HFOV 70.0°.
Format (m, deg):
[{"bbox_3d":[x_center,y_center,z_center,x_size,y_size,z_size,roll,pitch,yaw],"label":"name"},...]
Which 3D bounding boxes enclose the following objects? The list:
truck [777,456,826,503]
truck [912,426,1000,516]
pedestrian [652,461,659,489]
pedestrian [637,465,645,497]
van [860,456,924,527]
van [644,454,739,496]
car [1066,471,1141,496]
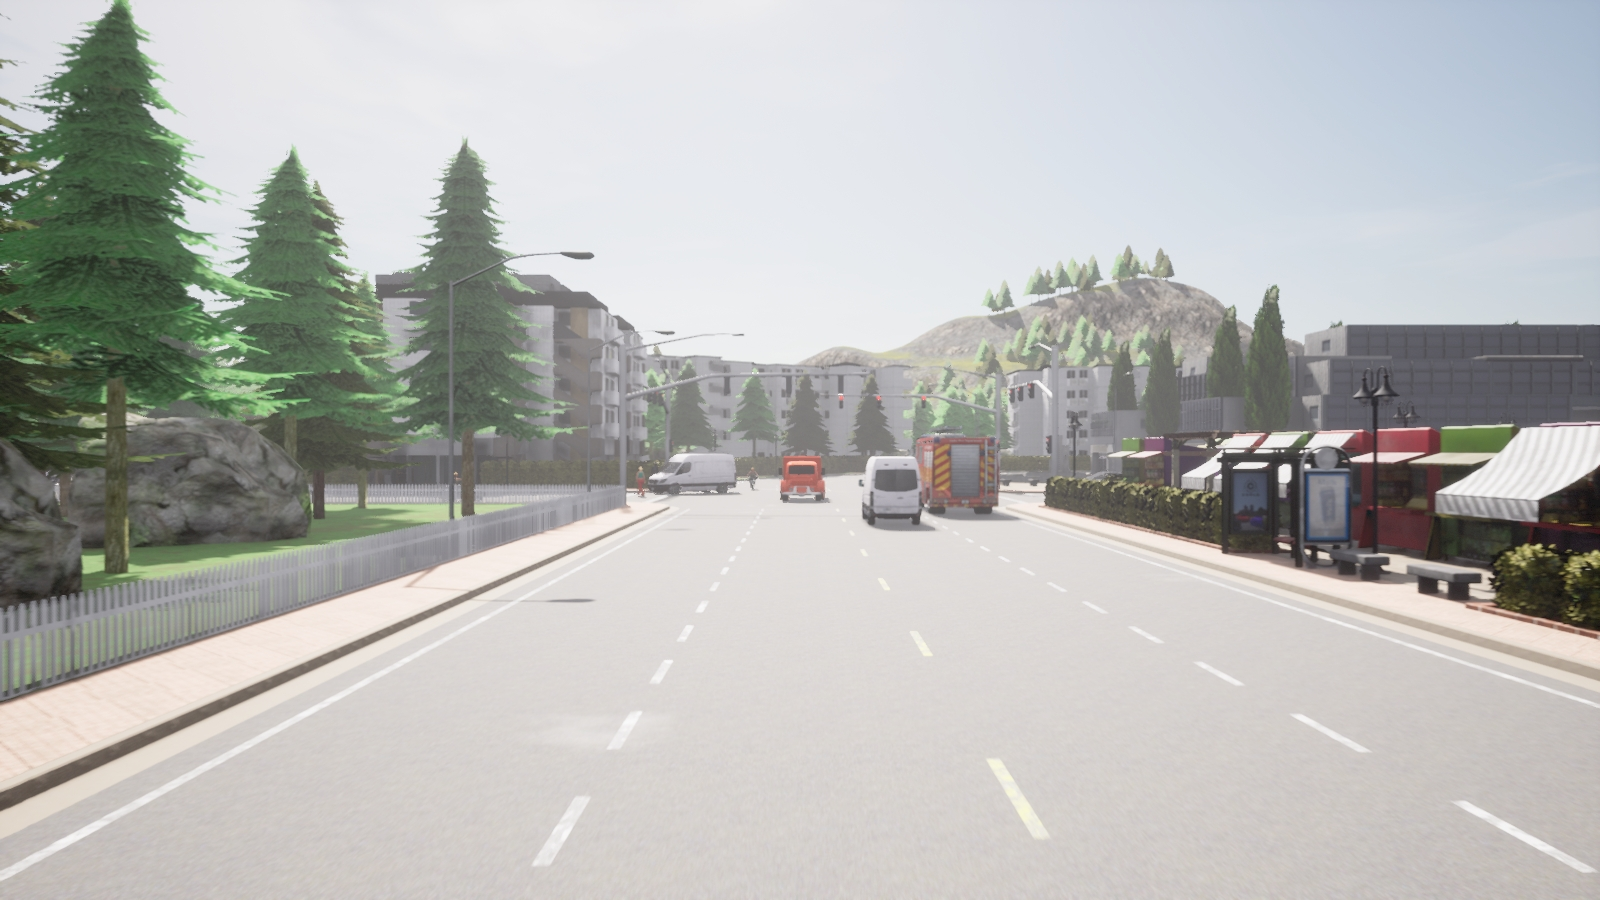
[{"bbox_3d":[0.119,1.569,63.442,2.627,2.467,5.204,0,0,1],"label":"truck"},{"bbox_3d":[7.015,0.892,52.487,2.891,3.827,8.468,0,0,0],"label":"truck"},{"bbox_3d":[-9.799,1.704,77.382,0.375,1.860,0.375,0,0,8],"label":"pedestrian"},{"bbox_3d":[-9.509,1.851,68.240,0.375,1.860,0.375,0,0,-33],"label":"pedestrian"},{"bbox_3d":[3.505,1.536,44.491,1.988,2.561,5.915,0,0,0],"label":"van"},{"bbox_3d":[-6.900,1.538,72.898,5.915,2.561,1.988,0,1,-40],"label":"van"},{"bbox_3d":[18.897,2.068,71.246,4.193,1.474,1.816,0,0,2],"label":"car"}]
